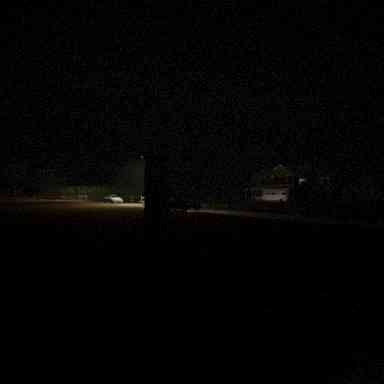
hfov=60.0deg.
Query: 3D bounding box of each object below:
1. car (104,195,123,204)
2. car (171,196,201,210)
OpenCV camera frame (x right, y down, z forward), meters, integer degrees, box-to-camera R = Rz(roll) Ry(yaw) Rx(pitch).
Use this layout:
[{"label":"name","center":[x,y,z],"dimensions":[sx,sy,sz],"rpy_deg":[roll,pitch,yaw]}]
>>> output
[{"label":"car","center":[-12.827,1.226,53.957],"dimensions":[1.812,1.442,4.674],"rpy_deg":[1,-1,-36]},{"label":"car","center":[-0.954,1.237,37.335],"dimensions":[1.812,1.442,4.674],"rpy_deg":[1,-1,-36]}]
